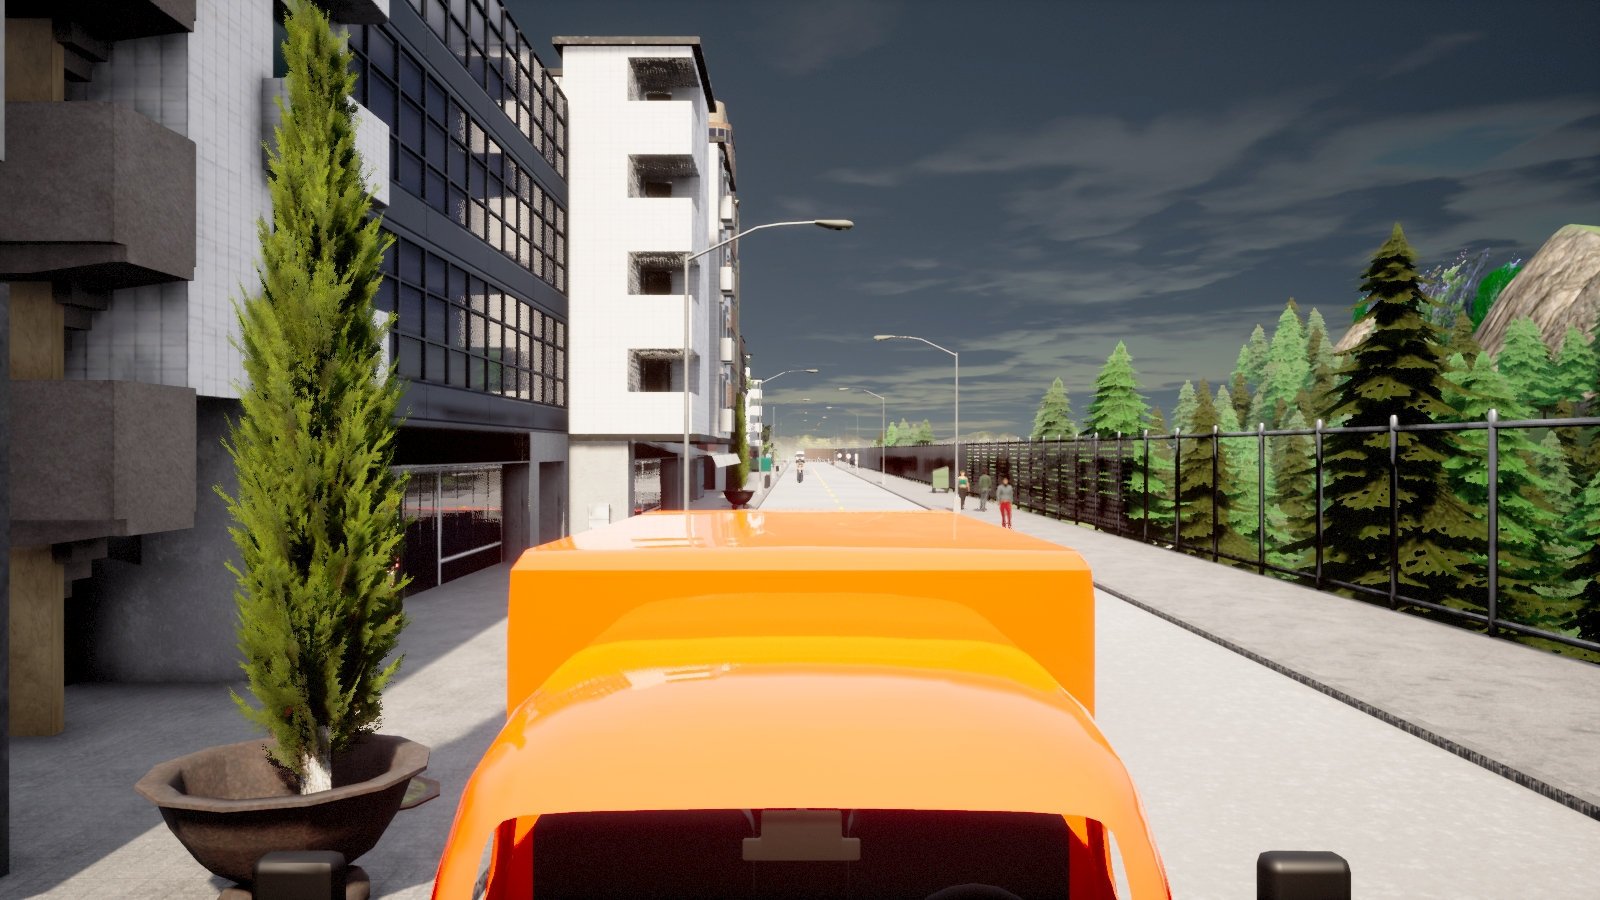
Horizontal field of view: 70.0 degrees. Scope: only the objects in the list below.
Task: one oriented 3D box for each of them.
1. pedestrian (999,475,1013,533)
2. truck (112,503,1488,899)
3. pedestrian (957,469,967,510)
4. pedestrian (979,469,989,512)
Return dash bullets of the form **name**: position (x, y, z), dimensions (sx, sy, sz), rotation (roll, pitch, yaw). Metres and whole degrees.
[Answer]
- **pedestrian**: position (6.723, 1.759, 37.289), dimensions (0.375, 1.860, 0.375), rotation (0, 0, -2)
- **truck**: position (0.000, 1.571, 4.781), dimensions (2.627, 2.467, 5.204), rotation (0, 0, 0)
- **pedestrian**: position (7.277, 1.765, 51.222), dimensions (0.375, 1.860, 0.375), rotation (0, 0, -2)
- **pedestrian**: position (8.083, 1.764, 50.197), dimensions (0.375, 1.860, 0.375), rotation (0, 0, 4)
